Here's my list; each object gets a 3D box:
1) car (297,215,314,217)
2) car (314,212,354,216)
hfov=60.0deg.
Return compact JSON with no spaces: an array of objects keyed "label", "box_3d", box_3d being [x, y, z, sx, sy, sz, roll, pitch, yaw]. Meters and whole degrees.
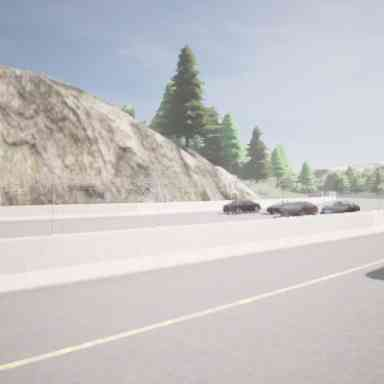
[{"label":"car","box_3d":[9.984,1.565,30.573,4.674,1.442,1.812,0,0,-43]},{"label":"car","box_3d":[12.806,1.525,28.416,4.902,1.511,2.128,0,0,-43]}]
